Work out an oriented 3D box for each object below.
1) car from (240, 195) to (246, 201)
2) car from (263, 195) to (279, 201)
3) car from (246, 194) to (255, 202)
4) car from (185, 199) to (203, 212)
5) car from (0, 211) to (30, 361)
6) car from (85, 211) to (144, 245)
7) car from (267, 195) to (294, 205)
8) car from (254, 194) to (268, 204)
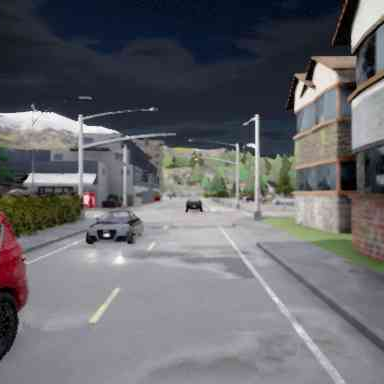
[{"bbox_3d":[14.059,1.295,75.855,4.605,1.855,1.932,0,0,0],"label":"car"},{"bbox_3d":[21.679,1.622,91.427,3.806,1.475,1.970,0,0,0],"label":"car"},{"bbox_3d":[14.459,1.268,72.948,3.866,1.878,1.905,0,0,0],"label":"car"},{"bbox_3d":[0.242,1.507,38.888,1.882,1.535,5.008,0,-2,0],"label":"car"},{"bbox_3d":[-3.591,1.228,2.887,2.150,2.045,5.566,0,0,0],"label":"car"},{"bbox_3d":[-3.489,1.598,15.678,1.994,1.385,4.181,0,0,1],"label":"car"},{"bbox_3d":[14.706,1.380,53.734,3.806,1.475,1.970,0,0,0],"label":"car"},{"bbox_3d":[14.408,1.315,60.153,5.027,1.636,2.152,0,0,0],"label":"car"}]
